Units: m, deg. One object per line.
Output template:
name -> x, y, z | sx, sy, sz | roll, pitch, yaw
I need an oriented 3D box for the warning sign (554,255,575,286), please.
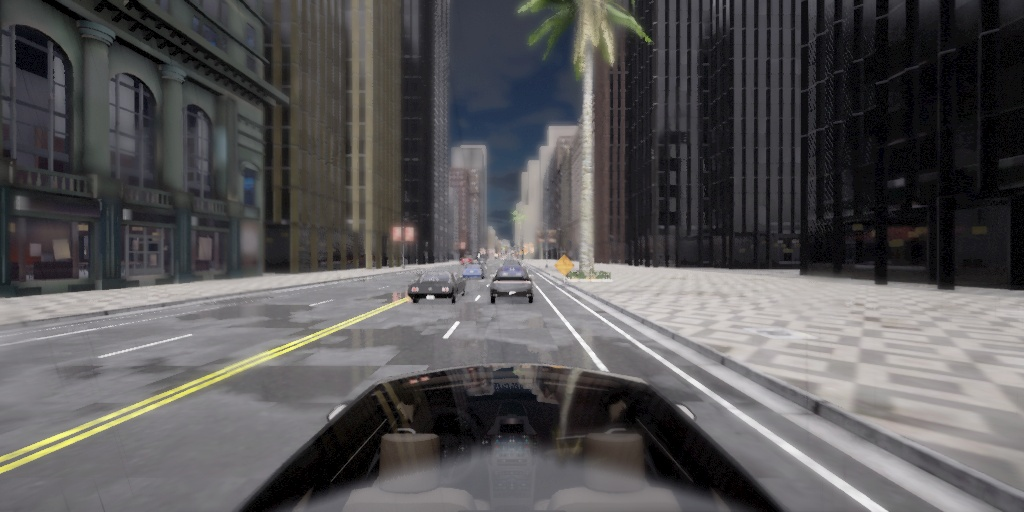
warning sign -> 3.225, 0.864, 22.112 | 1.300, 1.860, 1.060 | 0, 0, 0

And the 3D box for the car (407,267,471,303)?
car -> -3.250, 1.366, 16.530 | 1.895, 1.301, 4.718 | 0, 0, 0

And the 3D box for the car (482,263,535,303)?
car -> 0.000, 1.245, 16.500 | 2.128, 1.511, 4.902 | 0, 0, 0

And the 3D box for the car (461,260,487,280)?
car -> -3.250, 1.313, 31.500 | 2.033, 1.411, 5.357 | 0, 0, 0

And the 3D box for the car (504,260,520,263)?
car -> 0.000, 1.116, 31.470 | 2.097, 1.767, 4.553 | 0, 0, 0
